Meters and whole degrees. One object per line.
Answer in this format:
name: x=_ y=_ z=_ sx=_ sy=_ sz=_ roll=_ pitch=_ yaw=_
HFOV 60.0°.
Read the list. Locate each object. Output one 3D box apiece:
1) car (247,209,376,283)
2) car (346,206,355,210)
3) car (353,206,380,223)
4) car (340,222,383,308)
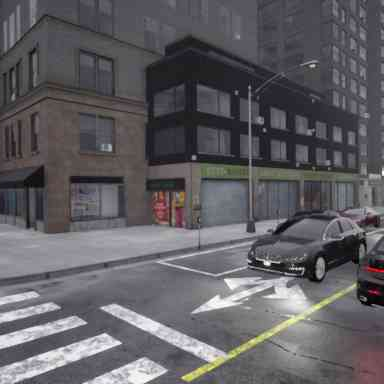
car: x=3.560 y=1.476 z=9.818 sx=4.892 sy=1.490 sz=1.837 roll=-1 pitch=0 yaw=-45
car: x=5.591 y=1.509 z=15.418 sx=4.313 sy=1.339 sz=1.947 roll=-1 pitch=0 yaw=-44
car: x=9.630 y=1.488 z=19.387 sx=4.206 sy=1.307 sz=1.802 roll=-1 pitch=0 yaw=-44
car: x=5.037 y=1.472 z=6.921 sx=4.892 sy=1.490 sz=1.837 roll=-1 pitch=0 yaw=-44
